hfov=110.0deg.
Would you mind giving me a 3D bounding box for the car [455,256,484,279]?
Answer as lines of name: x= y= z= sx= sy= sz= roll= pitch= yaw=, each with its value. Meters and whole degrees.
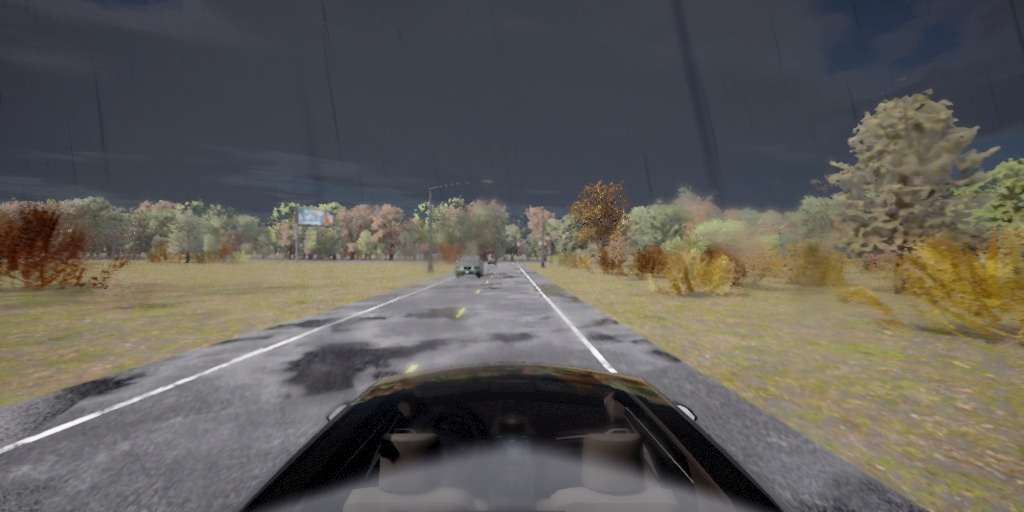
car: x=-3.800 y=0.985 z=33.057 sx=2.150 sy=2.045 sz=5.566 roll=0 pitch=0 yaw=0
